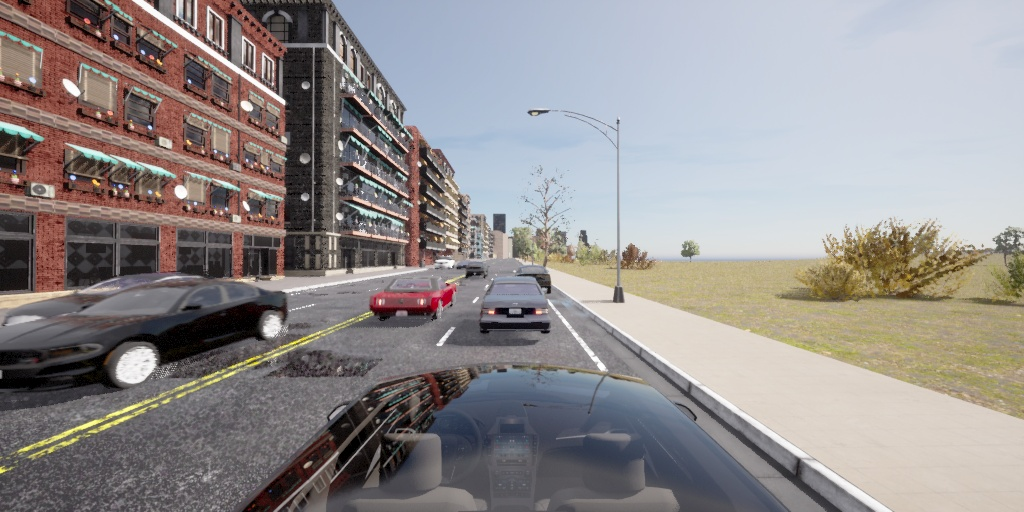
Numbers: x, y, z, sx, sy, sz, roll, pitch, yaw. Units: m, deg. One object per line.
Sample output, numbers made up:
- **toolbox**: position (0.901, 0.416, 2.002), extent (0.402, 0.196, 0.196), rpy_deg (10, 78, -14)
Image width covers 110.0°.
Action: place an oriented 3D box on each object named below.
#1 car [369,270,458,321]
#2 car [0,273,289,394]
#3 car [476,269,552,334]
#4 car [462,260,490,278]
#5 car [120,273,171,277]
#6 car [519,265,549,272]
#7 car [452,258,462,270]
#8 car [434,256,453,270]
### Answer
- **car**: position (-3.168, 1.352, 12.520), extent (1.895, 1.301, 4.718), rpy_deg (0, 0, 0)
- **car**: position (-6.608, 1.228, 7.044), extent (1.882, 1.535, 5.008), rpy_deg (0, 0, 0)
- **car**: position (0.089, 1.299, 10.632), extent (2.033, 1.411, 5.357), rpy_deg (0, 0, 0)
- **car**: position (-3.197, 1.258, 33.377), extent (1.837, 1.490, 4.892), rpy_deg (0, 0, 0)
- **car**: position (-9.862, 1.243, 9.647), extent (2.128, 1.511, 4.902), rpy_deg (0, 0, 0)
- **car**: position (1.109, 1.230, 20.396), extent (1.882, 1.535, 5.008), rpy_deg (0, 0, 0)
- **car**: position (-6.670, 1.298, 50.410), extent (2.033, 1.411, 5.357), rpy_deg (0, 0, 0)
- **car**: position (-9.922, 0.972, 52.866), extent (2.150, 2.045, 5.566), rpy_deg (0, 0, 0)
